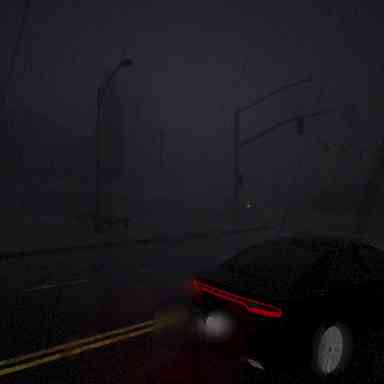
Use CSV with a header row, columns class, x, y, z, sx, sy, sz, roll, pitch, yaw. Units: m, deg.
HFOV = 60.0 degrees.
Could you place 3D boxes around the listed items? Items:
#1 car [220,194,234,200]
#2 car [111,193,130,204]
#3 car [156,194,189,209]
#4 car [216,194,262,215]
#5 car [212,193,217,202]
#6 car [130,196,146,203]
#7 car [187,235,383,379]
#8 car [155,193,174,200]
class,x,y,z,sx,sy,sz,roll,pitch,yaw
car,9.960,1.382,95.055,3.806,1.475,1.970,0,0,-37
car,-14.085,1.255,61.738,2.150,2.045,5.566,0,0,-35
car,-2.979,1.482,45.752,2.128,1.511,4.902,0,0,-35
car,5.052,1.347,34.290,2.097,1.767,4.553,0,0,-35
car,6.022,1.146,71.086,3.866,1.878,1.905,0,0,-37
car,-11.706,1.533,70.537,2.033,1.411,5.357,0,0,-35
car,2.241,1.477,5.607,5.008,1.535,1.882,0,0,-37
car,-7.366,1.143,89.192,4.605,1.855,1.932,0,0,-37
